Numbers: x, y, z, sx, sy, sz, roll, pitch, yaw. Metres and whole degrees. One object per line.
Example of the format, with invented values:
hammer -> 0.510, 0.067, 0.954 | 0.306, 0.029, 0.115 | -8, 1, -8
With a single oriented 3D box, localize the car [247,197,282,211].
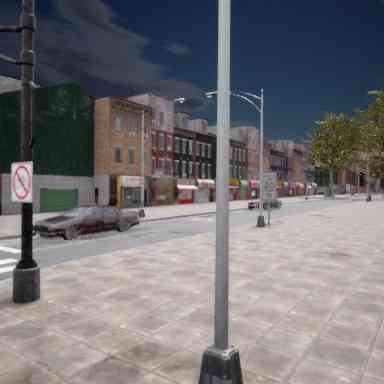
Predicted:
car -> 7.219, 1.144, 32.866 | 1.895, 1.301, 4.718 | 1, 1, 36

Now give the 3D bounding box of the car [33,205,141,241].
car -> -4.860, 1.360, 15.969 | 2.033, 1.411, 5.357 | 1, 1, 36
